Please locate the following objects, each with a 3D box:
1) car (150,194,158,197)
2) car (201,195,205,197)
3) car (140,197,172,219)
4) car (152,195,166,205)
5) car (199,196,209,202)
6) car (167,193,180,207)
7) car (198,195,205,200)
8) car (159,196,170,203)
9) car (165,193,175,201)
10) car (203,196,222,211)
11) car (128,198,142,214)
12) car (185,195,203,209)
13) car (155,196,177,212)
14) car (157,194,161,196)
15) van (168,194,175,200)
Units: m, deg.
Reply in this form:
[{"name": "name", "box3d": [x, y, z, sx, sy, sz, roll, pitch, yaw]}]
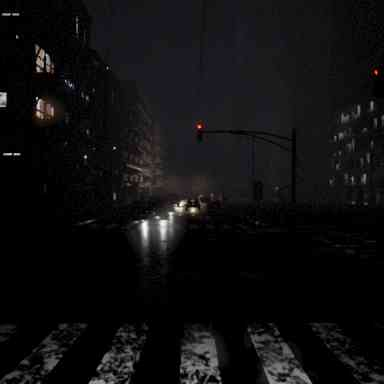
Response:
[{"name": "car", "box3d": [-5.693, 1.433, 41.034, 1.967, 1.590, 4.097, -1, 0, 0]}, {"name": "car", "box3d": [2.661, 1.547, 63.685, 2.008, 1.369, 4.403, -1, 0, 0]}, {"name": "car", "box3d": [-3.093, 1.499, 29.354, 1.837, 1.490, 4.892, 0, 0, 0]}, {"name": "car", "box3d": [-5.689, 1.435, 57.981, 1.967, 1.590, 4.097, -1, 0, 0]}, {"name": "car", "box3d": [2.663, 1.543, 74.984, 1.887, 1.381, 4.507, -1, 0, 0]}, {"name": "car", "box3d": [-3.071, 1.217, 52.904, 2.150, 2.045, 5.566, 0, 0, 0]}, {"name": "car", "box3d": [2.667, 1.529, 92.101, 1.752, 1.417, 4.829, -1, 0, 0]}, {"name": "car", "box3d": [-5.685, 1.579, 69.279, 1.802, 1.307, 4.206, -1, 0, 0]}, {"name": "car", "box3d": [-5.685, 1.317, 86.226, 2.192, 1.841, 5.009, -1, 0, 0]}, {"name": "car", "box3d": [2.655, 1.538, 41.090, 1.887, 1.381, 4.507, -1, 0, 0]}, {"name": "car", "box3d": [-5.693, 1.538, 35.385, 1.887, 1.381, 4.507, -1, 0, 0]}, {"name": "car", "box3d": [0.112, 1.541, 44.020, 2.033, 1.411, 5.357, 0, 0, 0]}, {"name": "car", "box3d": [-3.087, 1.519, 39.109, 1.812, 1.442, 4.674, 0, 0, 0]}, {"name": "car", "box3d": [-5.692, 1.309, 52.333, 2.192, 1.841, 5.009, -1, 0, 0]}, {"name": "van", "box3d": [-5.683, 1.345, 91.874, 1.690, 1.788, 3.998, -1, 0, 0]}]
